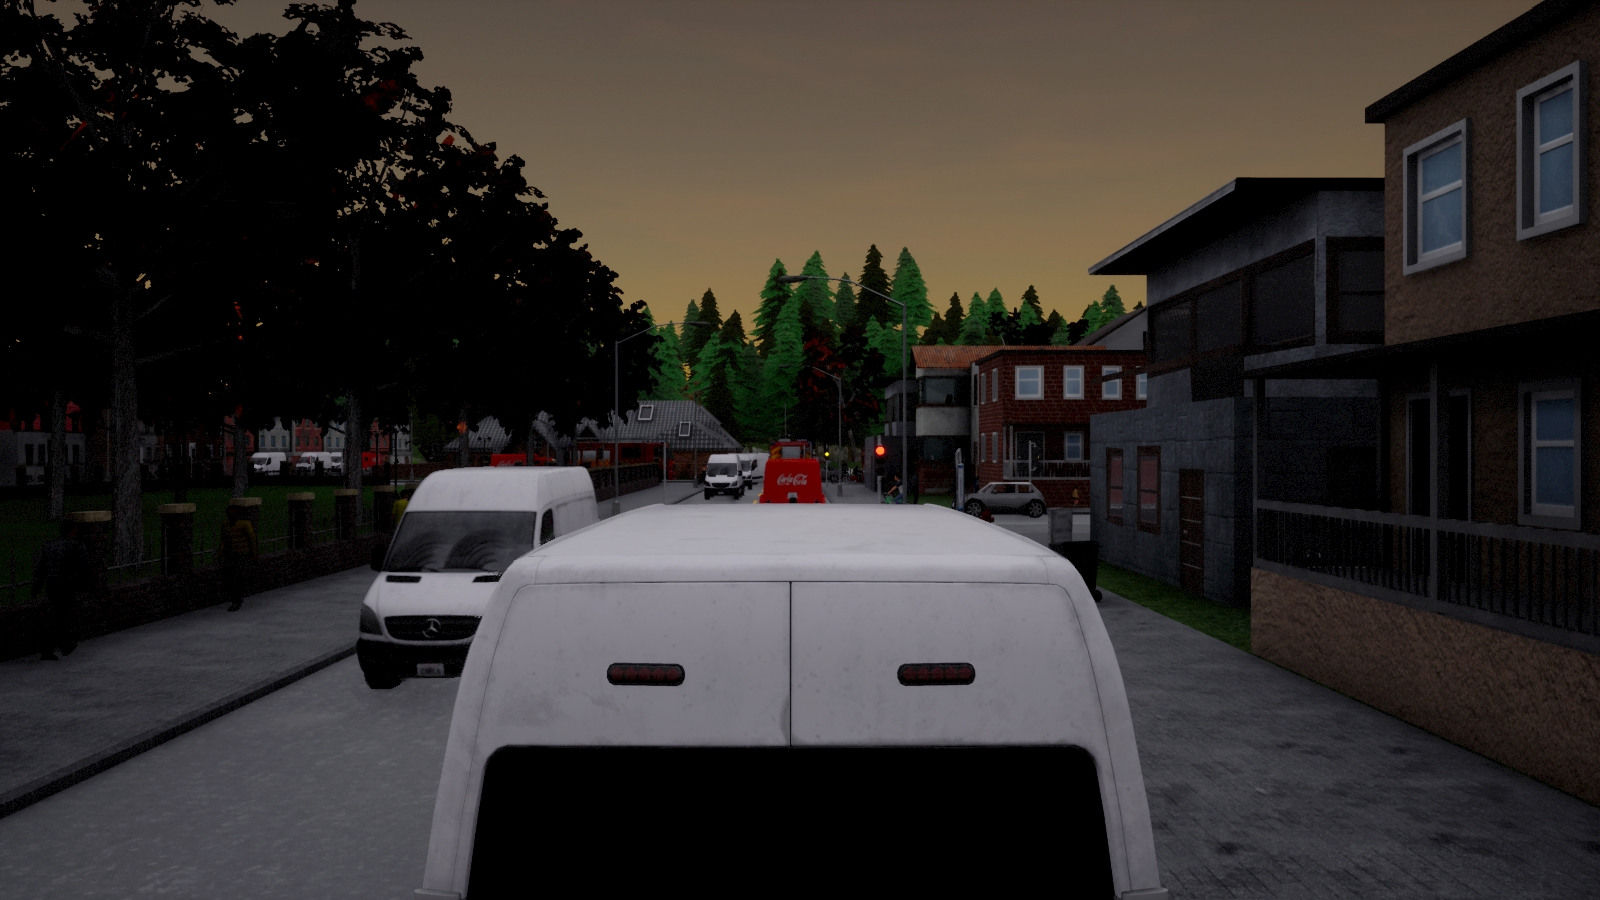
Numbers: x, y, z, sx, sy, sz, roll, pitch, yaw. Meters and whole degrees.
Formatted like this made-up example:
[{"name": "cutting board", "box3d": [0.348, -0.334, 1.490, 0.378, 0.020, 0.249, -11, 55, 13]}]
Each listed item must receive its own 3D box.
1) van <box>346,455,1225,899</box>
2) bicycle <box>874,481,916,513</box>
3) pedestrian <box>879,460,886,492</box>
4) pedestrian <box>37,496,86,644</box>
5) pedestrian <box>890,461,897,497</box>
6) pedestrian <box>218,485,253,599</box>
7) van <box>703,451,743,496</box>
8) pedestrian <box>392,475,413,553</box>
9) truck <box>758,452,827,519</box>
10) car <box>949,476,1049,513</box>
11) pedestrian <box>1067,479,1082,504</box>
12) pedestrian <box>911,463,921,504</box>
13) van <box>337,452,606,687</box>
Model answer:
[{"name": "van", "box3d": [-0.041, 1.314, 5.541, 1.988, 2.561, 5.915, 0, 0, 0]}, {"name": "bicycle", "box3d": [3.915, 1.936, 47.094, 1.643, 1.296, 0.373, 0, 0, -6]}, {"name": "pedestrian", "box3d": [4.840, 1.524, 67.176, 0.375, 1.860, 0.375, 0, 0, -1]}, {"name": "pedestrian", "box3d": [-9.441, 1.525, 14.610, 0.375, 1.860, 0.375, 0, 0, 0]}, {"name": "pedestrian", "box3d": [4.894, 1.517, 59.878, 0.375, 1.860, 0.375, 0, 0, 0]}, {"name": "pedestrian", "box3d": [-9.415, 1.525, 19.064, 0.375, 1.860, 0.375, 0, 0, 5]}, {"name": "van", "box3d": [-4.457, 1.314, 66.858, 1.988, 2.561, 5.915, 0, 0, 0]}, {"name": "pedestrian", "box3d": [-9.538, 1.526, 27.393, 0.375, 1.860, 0.375, 0, 0, 0]}, {"name": "truck", "box3d": [-0.305, 1.360, 46.141, 2.627, 2.467, 5.204, 0, 1, -1]}, {"name": "car", "box3d": [8.223, 1.844, 47.485, 3.806, 1.475, 1.970, 0, 0, -1]}, {"name": "pedestrian", "box3d": [12.601, 1.896, 52.518, 0.500, 1.100, 0.500, 0, 0, -16]}, {"name": "pedestrian", "box3d": [5.293, 1.516, 52.293, 0.375, 1.860, 0.375, 0, 0, 21]}, {"name": "van", "box3d": [-4.093, 1.314, 15.459, 1.988, 2.561, 5.915, 0, 0, 0]}]
